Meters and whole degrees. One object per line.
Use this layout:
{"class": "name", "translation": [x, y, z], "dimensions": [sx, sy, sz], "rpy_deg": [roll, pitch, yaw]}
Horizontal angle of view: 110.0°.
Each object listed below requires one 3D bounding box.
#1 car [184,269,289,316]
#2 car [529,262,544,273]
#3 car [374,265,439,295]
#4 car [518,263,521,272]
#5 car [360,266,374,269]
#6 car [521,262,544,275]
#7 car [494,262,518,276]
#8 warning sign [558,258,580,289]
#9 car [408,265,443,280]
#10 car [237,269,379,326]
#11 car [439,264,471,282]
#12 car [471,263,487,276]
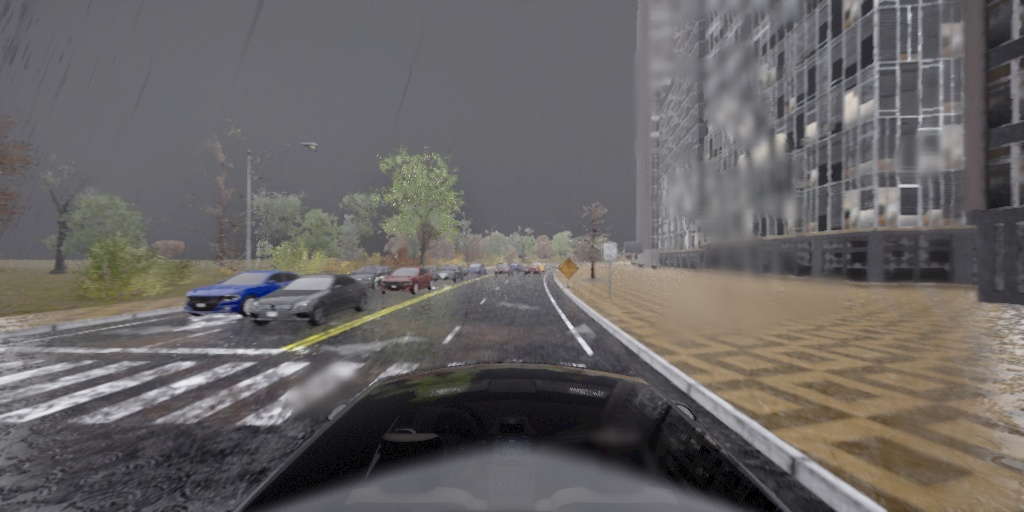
{"class": "car", "translation": [-9.621, 1.282, 13.684], "dimensions": [1.882, 1.535, 5.008], "rpy_deg": [0, 0, 2]}
{"class": "car", "translation": [3.752, 1.644, 53.951], "dimensions": [1.882, 1.535, 5.008], "rpy_deg": [0, 0, 9]}
{"class": "car", "translation": [-6.049, 1.352, 21.263], "dimensions": [1.882, 1.535, 5.008], "rpy_deg": [0, 0, 3]}
{"class": "car", "translation": [0.434, 1.676, 53.738], "dimensions": [1.812, 1.442, 4.674], "rpy_deg": [0, 0, 9]}
{"class": "car", "translation": [-9.166, 1.373, 23.756], "dimensions": [2.128, 1.511, 4.902], "rpy_deg": [0, 0, 4]}
{"class": "car", "translation": [2.576, 1.685, 43.918], "dimensions": [1.895, 1.301, 4.718], "rpy_deg": [0, 0, 7]}
{"class": "car", "translation": [-0.905, 1.612, 43.311], "dimensions": [2.033, 1.411, 5.357], "rpy_deg": [0, 0, 7]}
{"class": "warning sign", "translation": [3.368, 1.028, 21.439], "dimensions": [1.300, 1.860, 1.060], "rpy_deg": [0, 0, 3]}
{"class": "car", "translation": [-8.329, 1.572, 35.079], "dimensions": [1.895, 1.301, 4.718], "rpy_deg": [0, 0, 6]}
{"class": "car", "translation": [-6.423, 1.329, 12.037], "dimensions": [1.812, 1.442, 4.674], "rpy_deg": [0, 0, 2]}
{"class": "car", "translation": [-5.368, 1.446, 31.404], "dimensions": [2.128, 1.511, 4.902], "rpy_deg": [0, 0, 5]}
{"class": "car", "translation": [-4.267, 1.572, 42.730], "dimensions": [1.812, 1.442, 4.674], "rpy_deg": [0, 0, 7]}
